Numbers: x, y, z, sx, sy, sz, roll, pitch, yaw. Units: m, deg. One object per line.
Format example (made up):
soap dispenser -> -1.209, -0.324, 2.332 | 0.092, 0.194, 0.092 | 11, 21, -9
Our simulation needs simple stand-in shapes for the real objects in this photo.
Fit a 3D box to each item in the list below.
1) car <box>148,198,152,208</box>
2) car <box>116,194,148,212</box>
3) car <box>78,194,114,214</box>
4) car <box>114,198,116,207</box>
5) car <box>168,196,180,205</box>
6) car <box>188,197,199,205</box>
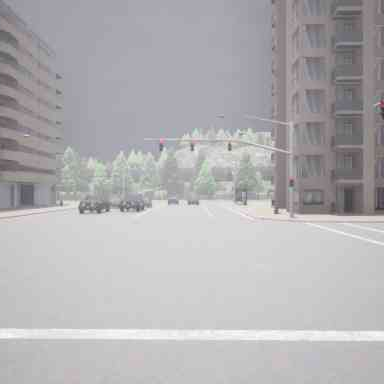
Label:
car -> -6.969, 1.526, 48.986 | 1.812, 1.442, 4.674 | 0, 0, 0
car -> -7.005, 1.221, 39.457 | 2.150, 2.045, 5.566 | 0, 0, 0
car -> -10.514, 1.221, 36.253 | 2.150, 2.045, 5.566 | 0, 0, 0
car -> -10.484, 1.526, 45.856 | 1.812, 1.442, 4.674 | 0, 0, 0
car -> -3.363, 1.526, 60.018 | 1.812, 1.442, 4.674 | 0, 0, 0
car -> 0.233, 1.564, 58.360 | 1.994, 1.385, 4.181 | 0, 0, 0
